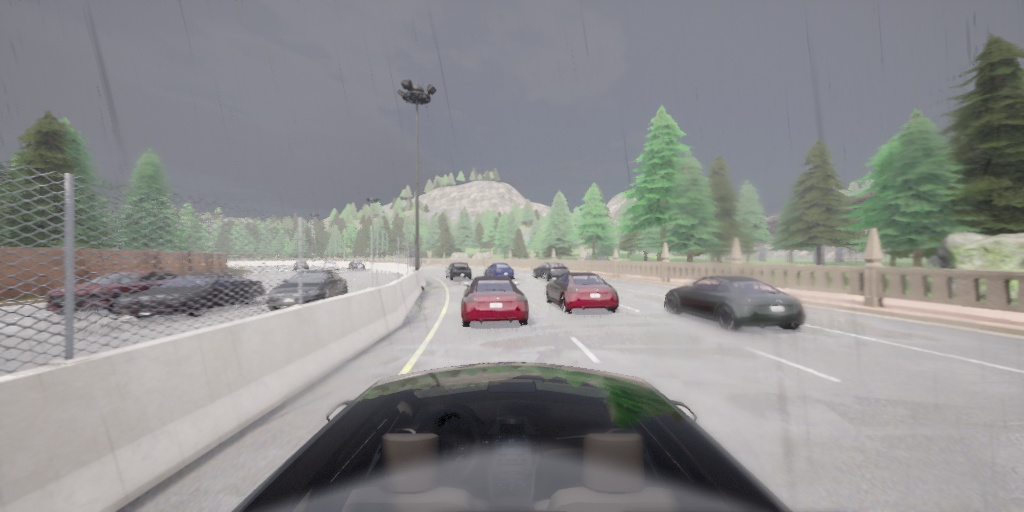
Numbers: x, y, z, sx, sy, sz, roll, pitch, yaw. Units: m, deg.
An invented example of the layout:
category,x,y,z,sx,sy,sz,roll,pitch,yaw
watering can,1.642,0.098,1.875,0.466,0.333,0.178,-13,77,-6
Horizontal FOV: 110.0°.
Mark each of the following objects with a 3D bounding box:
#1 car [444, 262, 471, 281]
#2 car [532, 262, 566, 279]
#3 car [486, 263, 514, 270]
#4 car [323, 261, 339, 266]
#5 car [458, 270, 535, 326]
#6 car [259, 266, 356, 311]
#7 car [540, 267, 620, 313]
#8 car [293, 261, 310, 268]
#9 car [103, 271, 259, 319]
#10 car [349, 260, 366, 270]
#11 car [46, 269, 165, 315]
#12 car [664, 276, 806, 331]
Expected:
category,x,y,z,sx,sy,sz,roll,pitch,yaw
car,-4.764,1.309,31.599,1.837,1.490,4.892,0,0,-17
car,3.130,1.260,29.456,2.128,1.511,4.902,0,0,-15
car,-1.128,1.315,31.594,1.812,1.442,4.674,0,0,-17
car,-26.741,1.446,52.867,1.812,1.442,4.674,0,0,-33
car,-0.654,1.328,11.848,1.994,1.385,4.181,0,0,-6
car,-8.279,1.326,15.051,1.812,1.442,4.674,0,0,-9
car,2.593,1.317,14.129,1.994,1.385,4.181,0,0,-7
car,-31.305,1.444,53.315,1.837,1.490,4.892,0,0,-35
car,-11.520,1.359,13.520,2.033,1.411,5.357,0,0,-8
car,-23.444,1.399,54.236,2.128,1.511,4.902,0,0,-33
car,-15.247,1.306,14.391,1.882,1.535,5.008,0,0,-9
car,6.471,1.298,10.954,1.994,1.385,4.181,0,0,-5
